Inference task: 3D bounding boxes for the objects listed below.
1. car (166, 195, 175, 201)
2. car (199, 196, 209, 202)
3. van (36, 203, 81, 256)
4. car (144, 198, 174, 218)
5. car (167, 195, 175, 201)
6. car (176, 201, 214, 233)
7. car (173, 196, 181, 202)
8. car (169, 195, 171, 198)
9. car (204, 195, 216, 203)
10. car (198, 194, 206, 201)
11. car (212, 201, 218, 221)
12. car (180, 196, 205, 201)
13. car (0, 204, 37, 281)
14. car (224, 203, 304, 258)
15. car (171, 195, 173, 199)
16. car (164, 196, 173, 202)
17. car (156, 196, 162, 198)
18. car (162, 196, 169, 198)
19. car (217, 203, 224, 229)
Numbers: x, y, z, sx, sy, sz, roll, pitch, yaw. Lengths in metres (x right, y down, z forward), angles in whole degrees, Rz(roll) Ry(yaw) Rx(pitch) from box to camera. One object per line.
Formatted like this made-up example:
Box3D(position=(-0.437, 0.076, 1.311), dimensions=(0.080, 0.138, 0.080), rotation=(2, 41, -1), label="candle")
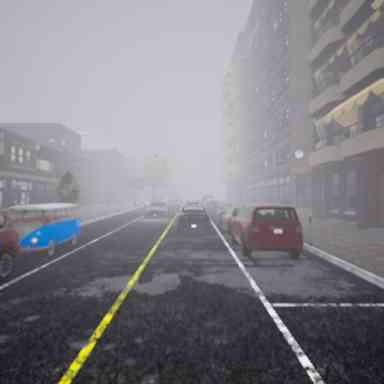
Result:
Box3D(position=(-5.642, 1.622, 86.722), dimensions=(2.008, 1.369, 4.403), rotation=(1, 0, 0), label="car")
Box3D(position=(2.705, 1.624, 75.406), dimensions=(1.947, 1.339, 4.313), rotation=(1, 0, 0), label="car")
Box3D(position=(-5.643, 1.348, 12.793), dimensions=(1.690, 1.788, 3.998), rotation=(1, 0, 0), label="van")
Box3D(position=(-3.098, 1.565, 30.472), dimensions=(2.033, 1.411, 5.357), rotation=(0, 0, 0), label="car")
Box3D(position=(-5.811, 1.604, 92.239), dimensions=(1.752, 1.417, 4.829), rotation=(1, 0, 0), label="car")
Box3D(position=(0.100, 1.515, 19.802), dimensions=(1.837, 1.490, 4.892), rotation=(0, 0, 0), label="car")
Box3D(position=(-2.998, 1.568, 70.902), dimensions=(1.994, 1.385, 4.181), rotation=(0, 0, 0), label="car")
Box3D(position=(-5.641, 1.486, 63.975), dimensions=(1.967, 1.590, 4.097), rotation=(1, 0, 0), label="car")
Box3D(position=(2.704, 1.581, 46.973), dimensions=(2.008, 1.369, 4.403), rotation=(1, 0, 0), label="car")
Box3D(position=(2.754, 1.519, 92.463), dimensions=(1.967, 1.590, 4.097), rotation=(1, 0, 0), label="car")
Box3D(position=(2.704, 1.580, 24.227), dimensions=(1.947, 1.339, 4.313), rotation=(1, 0, 0), label="car")
Box3D(position=(0.100, 1.514, 37.664), dimensions=(2.128, 1.511, 4.902), rotation=(0, 0, 0), label="car")
Box3D(position=(-5.659, 1.318, 7.107), dimensions=(2.192, 1.841, 5.009), rotation=(1, 0, 0), label="car")
Box3D(position=(2.708, 1.322, 12.853), dimensions=(2.192, 1.841, 5.009), rotation=(1, 0, 0), label="car")
Box3D(position=(-5.643, 1.633, 69.661), dimensions=(1.802, 1.307, 4.206), rotation=(1, 0, 0), label="car")
Box3D(position=(-5.642, 1.630, 81.034), dimensions=(1.947, 1.339, 4.313), rotation=(1, 0, 0), label="car")
Box3D(position=(-5.642, 1.555, 46.745), dimensions=(1.752, 1.417, 4.829), rotation=(1, 0, 0), label="car")
Box3D(position=(-5.640, 1.480, 58.287), dimensions=(1.967, 1.590, 4.097), rotation=(1, 0, 0), label="car")
Box3D(position=(2.706, 1.450, 18.540), dimensions=(1.967, 1.590, 4.097), rotation=(1, 0, 0), label="car")
